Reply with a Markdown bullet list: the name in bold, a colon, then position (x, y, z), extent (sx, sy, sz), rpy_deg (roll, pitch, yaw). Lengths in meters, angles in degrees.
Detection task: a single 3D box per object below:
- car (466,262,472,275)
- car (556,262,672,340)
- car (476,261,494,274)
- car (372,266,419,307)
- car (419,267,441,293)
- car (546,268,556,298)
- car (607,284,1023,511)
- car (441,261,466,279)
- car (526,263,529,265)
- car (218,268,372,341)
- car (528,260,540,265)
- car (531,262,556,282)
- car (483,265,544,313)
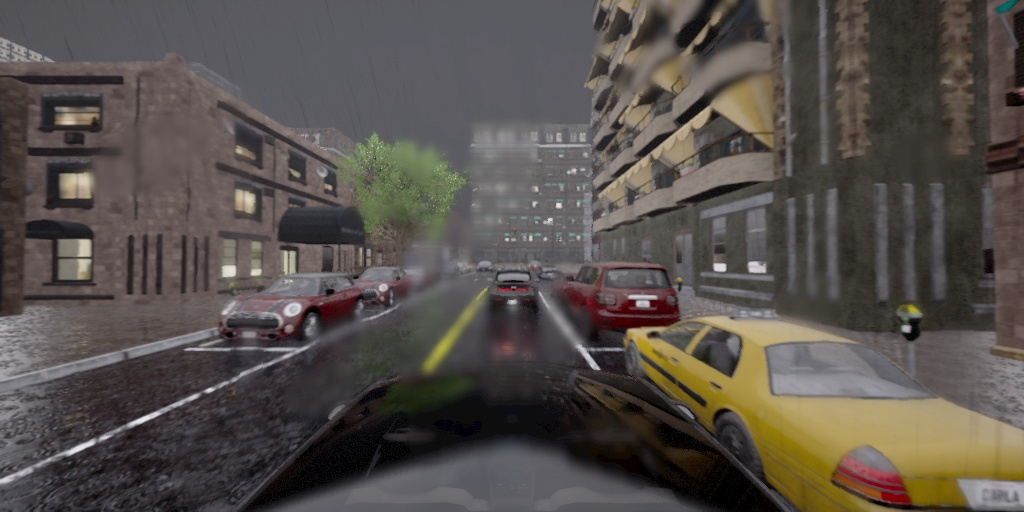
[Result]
- **car**: position (-5.665, 1.341, 38.173), extent (2.007, 1.370, 4.403), rpy_deg (0, 0, 0)
- **car**: position (2.689, 1.072, 9.800), extent (2.192, 1.841, 5.009), rpy_deg (0, 0, 0)
- **car**: position (-3.085, 1.273, 41.896), extent (1.882, 1.535, 5.008), rpy_deg (0, 0, 0)
- **car**: position (-5.660, 1.204, 15.426), extent (1.967, 1.591, 4.097), rpy_deg (0, 0, 0)
- **car**: position (-5.661, 1.352, 21.112), extent (1.802, 1.307, 4.207), rpy_deg (0, 0, 0)
- **car**: position (2.688, 1.345, 15.486), extent (1.802, 1.307, 4.207), rpy_deg (0, 0, 0)
- **car**: position (2.690, 1.277, 4.282), extent (1.751, 1.417, 4.829), rpy_deg (0, 0, 0)
- **car**: position (-5.664, 1.349, 32.485), extent (1.948, 1.339, 4.313), rpy_deg (0, 0, 0)
- **car**: position (0.056, 1.378, 27.614), extent (1.895, 1.301, 4.718), rpy_deg (0, 0, 0)
- **car**: position (-5.659, 1.198, 9.738), extent (1.967, 1.591, 4.097), rpy_deg (0, 0, 0)
- **car**: position (2.728, 1.238, 43.916), extent (1.967, 1.591, 4.097), rpy_deg (0, 0, 0)
- **car**: position (2.685, 1.342, 26.859), extent (1.948, 1.339, 4.313), rpy_deg (0, 0, 0)
- **car**: position (0.067, 1.268, 14.087), extent (1.837, 1.490, 4.892), rpy_deg (0, 0, 0)
